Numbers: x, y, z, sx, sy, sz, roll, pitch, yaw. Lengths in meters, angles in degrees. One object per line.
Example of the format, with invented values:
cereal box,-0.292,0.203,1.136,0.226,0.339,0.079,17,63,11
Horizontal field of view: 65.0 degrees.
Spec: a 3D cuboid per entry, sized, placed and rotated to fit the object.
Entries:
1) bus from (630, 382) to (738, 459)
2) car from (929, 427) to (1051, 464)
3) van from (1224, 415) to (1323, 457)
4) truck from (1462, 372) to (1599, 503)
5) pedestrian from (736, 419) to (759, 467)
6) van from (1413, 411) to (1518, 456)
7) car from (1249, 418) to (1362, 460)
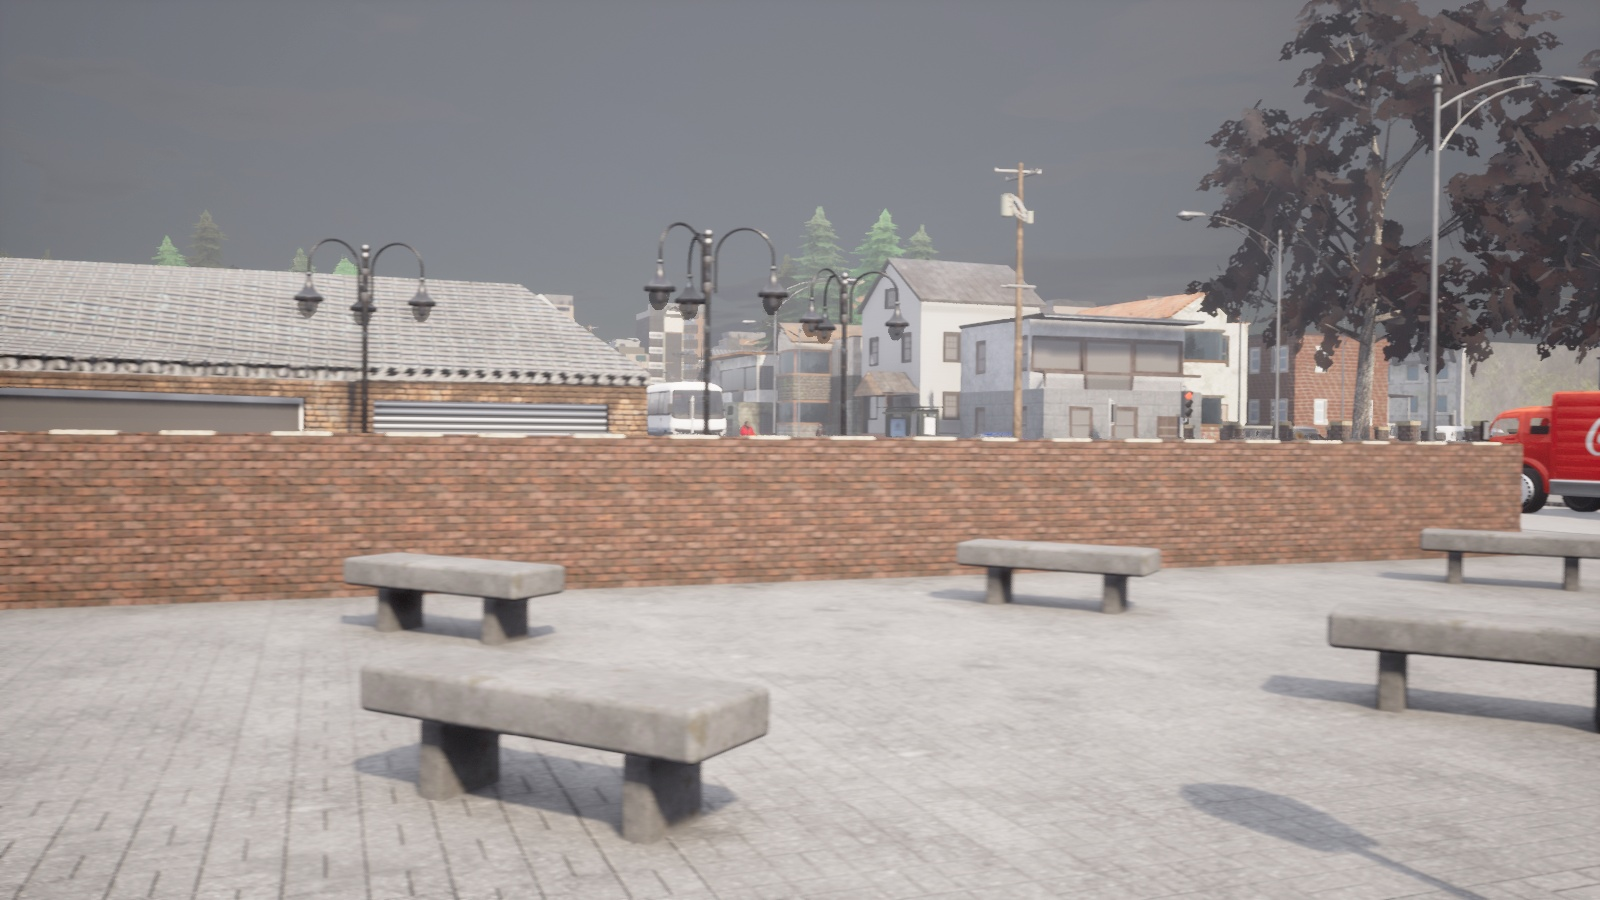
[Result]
bus,-7.046,-1.710,74.220,3.944,4.253,10.273,-1,1,-19
car,8.436,-0.226,55.930,5.008,1.535,1.882,-1,1,-11
van,23.007,-0.691,60.982,4.442,1.987,1.775,-1,1,-21
truck,16.131,-0.262,24.508,2.627,2.467,5.204,-1,1,-22
pedestrian,-2.064,-0.275,49.483,0.634,1.844,0.899,-1,1,-21
van,31.783,-0.798,59.965,4.480,2.038,2.069,-1,1,-23
car,22.744,-0.509,56.509,4.553,1.767,2.097,-1,1,-23
